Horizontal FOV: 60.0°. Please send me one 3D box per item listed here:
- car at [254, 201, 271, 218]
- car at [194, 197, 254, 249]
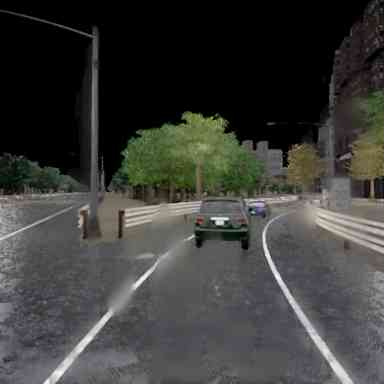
[{"bbox_3d":[6.018,1.557,30.247,1.812,1.442,4.674,0,0,21],"label":"car"},{"bbox_3d":[1.530,1.231,14.933,2.150,2.045,5.566,0,0,11],"label":"car"}]
